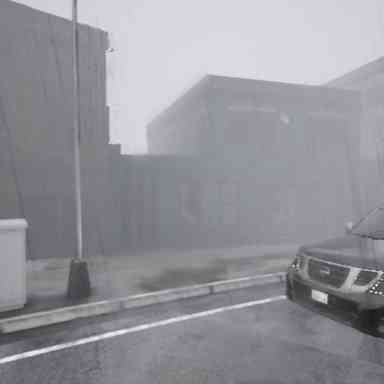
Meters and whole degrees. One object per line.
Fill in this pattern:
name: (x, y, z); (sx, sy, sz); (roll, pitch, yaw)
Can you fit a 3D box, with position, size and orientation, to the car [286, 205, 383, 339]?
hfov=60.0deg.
car: (4.391, 1.187, 6.053); (5.566, 2.045, 2.150); (0, 0, -25)
